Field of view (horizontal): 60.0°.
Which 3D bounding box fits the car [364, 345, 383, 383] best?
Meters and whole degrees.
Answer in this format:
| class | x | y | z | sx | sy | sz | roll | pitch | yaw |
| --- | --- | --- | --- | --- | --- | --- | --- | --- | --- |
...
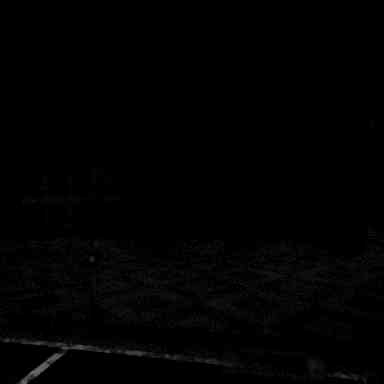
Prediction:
| class | x | y | z | sx | sy | sz | roll | pitch | yaw |
| --- | --- | --- | --- | --- | --- | --- | --- | --- | --- |
| car | 3.560 | 1.469 | 2.153 | 4.403 | 1.369 | 2.008 | -1 | 0 | 13 |
